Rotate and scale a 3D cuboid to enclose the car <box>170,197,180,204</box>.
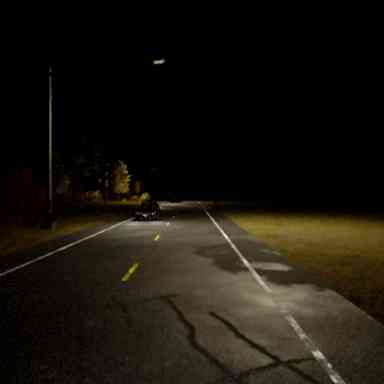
[{"bbox_3d":[-3.494,1.787,69.082,1.994,1.385,4.181,0,0,0],"label":"car"}]

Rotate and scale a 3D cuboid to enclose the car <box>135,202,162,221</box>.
[{"bbox_3d":[-3.595,1.601,28.133,1.837,1.490,4.892,0,0,0],"label":"car"}]
